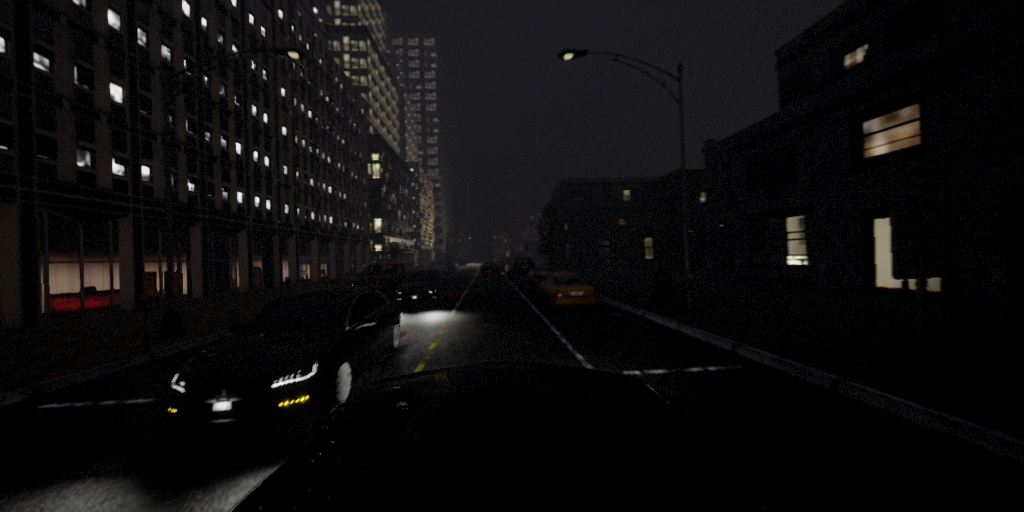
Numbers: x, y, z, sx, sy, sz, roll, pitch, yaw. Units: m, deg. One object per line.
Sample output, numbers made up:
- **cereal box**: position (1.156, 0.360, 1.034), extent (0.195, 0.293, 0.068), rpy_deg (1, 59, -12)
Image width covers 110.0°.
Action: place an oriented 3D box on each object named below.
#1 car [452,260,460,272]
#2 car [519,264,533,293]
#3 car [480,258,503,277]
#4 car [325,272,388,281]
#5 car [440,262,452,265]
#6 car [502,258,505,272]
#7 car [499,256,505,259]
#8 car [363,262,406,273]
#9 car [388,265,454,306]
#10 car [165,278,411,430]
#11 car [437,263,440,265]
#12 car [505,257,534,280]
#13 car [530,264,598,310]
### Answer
- **car**: position (-9.029, 1.589, 52.024), extent (1.948, 1.339, 4.313), rpy_deg (0, 0, -4)
- **car**: position (1.627, 1.266, 19.461), extent (1.802, 1.307, 4.207), rpy_deg (0, 0, -4)
- **car**: position (-2.225, 1.280, 36.535), extent (1.882, 1.535, 5.008), rpy_deg (-2, 0, -3)
- **car**: position (-6.346, 1.499, 13.359), extent (2.007, 1.370, 4.403), rpy_deg (0, 0, -4)
- **car**: position (-8.251, 1.525, 40.808), extent (1.751, 1.417, 4.829), rpy_deg (0, 0, -4)
- **car**: position (0.082, 1.251, 41.725), extent (1.751, 1.417, 4.829), rpy_deg (0, 0, -4)
- **car**: position (-0.290, 1.053, 47.080), extent (2.192, 1.841, 5.009), rpy_deg (0, 0, -4)
- **car**: position (-6.729, 1.272, 18.883), extent (2.192, 1.841, 5.009), rpy_deg (0, 0, -4)
- **car**: position (-3.990, 1.374, 16.454), extent (1.837, 1.490, 4.892), rpy_deg (-2, 0, -4)
- **car**: position (-3.286, 1.358, 6.259), extent (1.837, 1.490, 4.892), rpy_deg (-2, 0, -4)
- **car**: position (-7.496, 1.522, 29.930), extent (1.888, 1.381, 4.507), rpy_deg (0, 0, -4)
- **car**: position (0.860, 1.019, 30.508), extent (2.192, 1.841, 5.009), rpy_deg (0, 0, -4)
- **car**: position (1.998, 1.201, 14.106), extent (1.751, 1.417, 4.829), rpy_deg (0, 0, -4)
